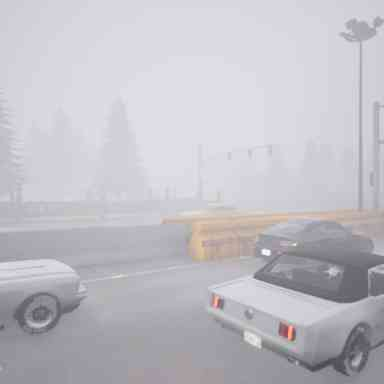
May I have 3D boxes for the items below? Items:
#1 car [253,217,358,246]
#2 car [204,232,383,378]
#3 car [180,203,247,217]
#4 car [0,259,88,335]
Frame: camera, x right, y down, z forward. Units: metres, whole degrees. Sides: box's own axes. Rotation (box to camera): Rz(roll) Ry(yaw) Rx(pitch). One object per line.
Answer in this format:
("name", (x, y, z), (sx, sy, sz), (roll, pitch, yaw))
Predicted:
("car", (4.003, 1.555, 10.840), (4.674, 1.442, 1.812), (0, 0, -35))
("car", (2.601, 1.620, 5.571), (4.718, 1.301, 1.895), (0, 0, -35))
("car", (1.480, 1.519, 22.102), (5.008, 1.535, 1.882), (1, 0, -35))
("car", (-4.151, 1.597, 5.085), (4.718, 1.301, 1.895), (1, 0, -35))
